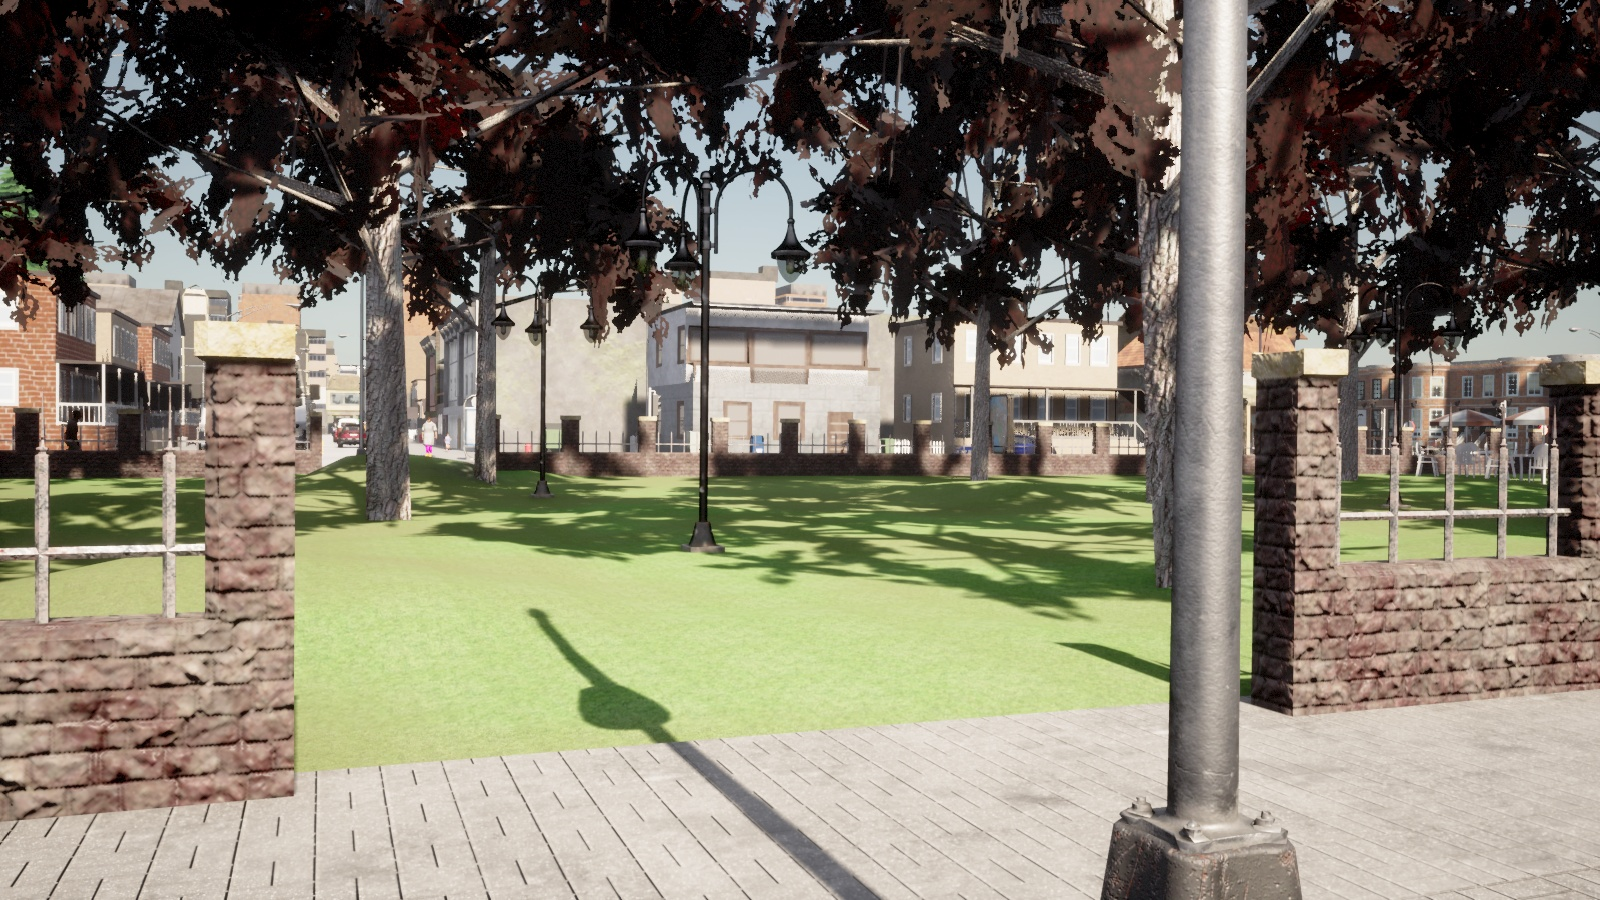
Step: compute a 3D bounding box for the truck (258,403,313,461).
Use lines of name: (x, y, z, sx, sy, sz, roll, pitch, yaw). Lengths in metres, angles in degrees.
truck: (-32.392, -1.124, 79.284, 2.891, 3.462, 7.936, -1, 1, -21)

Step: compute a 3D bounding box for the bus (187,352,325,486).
bus: (-19.866, -1.106, 45.608, 3.944, 4.253, 10.273, -3, 2, -25)

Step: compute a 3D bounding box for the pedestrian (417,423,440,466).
pedestrian: (-17.085, -0.247, 57.762, 0.659, 1.952, 0.873, 0, 1, 9)

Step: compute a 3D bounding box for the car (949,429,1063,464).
car: (9.145, -0.181, 55.699, 4.674, 1.442, 1.812, -1, 1, -21)

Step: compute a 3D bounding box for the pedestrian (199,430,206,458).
pedestrian: (-38.891, -0.402, 81.721, 0.345, 1.836, 0.594, -1, 1, -18)

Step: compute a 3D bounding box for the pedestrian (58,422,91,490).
pedestrian: (-19.994, 0.161, 34.616, 0.703, 1.840, 0.431, -1, 1, -21)

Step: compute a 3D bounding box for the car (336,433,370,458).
car: (-30.305, -0.329, 85.098, 2.033, 1.649, 4.856, -1, 1, -21)
